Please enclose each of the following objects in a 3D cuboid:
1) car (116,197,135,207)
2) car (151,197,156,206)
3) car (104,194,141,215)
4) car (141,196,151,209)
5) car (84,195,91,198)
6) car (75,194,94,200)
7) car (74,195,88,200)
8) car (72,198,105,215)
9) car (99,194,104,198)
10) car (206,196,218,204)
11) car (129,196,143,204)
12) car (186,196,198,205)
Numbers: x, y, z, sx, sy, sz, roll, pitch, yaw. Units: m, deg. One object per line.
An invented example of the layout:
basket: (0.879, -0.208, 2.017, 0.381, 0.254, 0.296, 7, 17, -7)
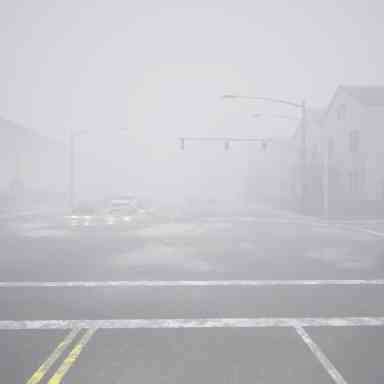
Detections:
car: (-10.578, 1.547, 53.120, 2.033, 1.411, 5.357, 0, 0, 0)
car: (-7.070, 1.478, 54.587, 1.882, 1.535, 5.008, 0, 0, 0)
car: (-7.089, 1.221, 34.646, 2.150, 2.045, 5.566, 0, 0, 0)
car: (-7.084, 1.505, 44.199, 1.837, 1.490, 4.892, 0, 0, 0)
car: (-28.151, 1.453, 84.337, 2.038, 1.542, 4.974, 0, 0, -36)
car: (-28.939, 1.453, 89.704, 2.038, 1.542, 4.974, 0, 0, 29)
car: (-28.182, 1.295, 84.378, 1.853, 1.218, 4.536, 0, 0, -36)
car: (-10.589, 1.564, 33.615, 1.994, 1.385, 4.181, 0, 0, 0)
car: (-10.585, 1.221, 42.875, 2.150, 2.045, 5.566, 0, 0, 0)
car: (3.619, 1.526, 61.198, 1.812, 1.442, 4.674, 0, 0, 0)
car: (-10.523, 1.526, 63.202, 1.812, 1.442, 4.674, 0, 0, 1)
car: (0.020, 1.492, 58.605, 2.128, 1.511, 4.902, 0, 0, 0)
